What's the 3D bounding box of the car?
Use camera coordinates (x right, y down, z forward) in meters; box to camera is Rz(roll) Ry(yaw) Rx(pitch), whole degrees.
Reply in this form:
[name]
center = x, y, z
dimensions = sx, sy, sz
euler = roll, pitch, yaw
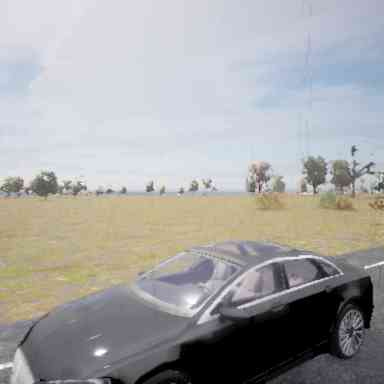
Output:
[car]
center = 0.453, 1.471, 4.314
dimensions = 4.902, 1.511, 2.128
euler = -1, 0, -35
